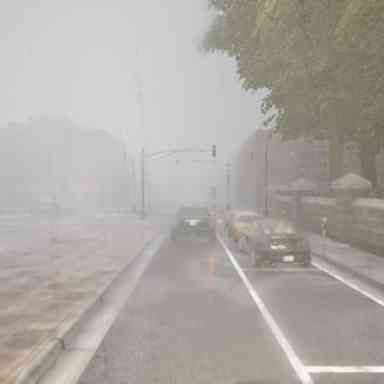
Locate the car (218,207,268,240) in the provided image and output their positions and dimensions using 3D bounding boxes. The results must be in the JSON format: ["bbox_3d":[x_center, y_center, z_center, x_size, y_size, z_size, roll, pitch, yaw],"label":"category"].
[{"bbox_3d":[2.652,1.611,18.366,2.008,1.369,4.403,-1,0,0],"label":"car"}]

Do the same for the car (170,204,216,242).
[{"bbox_3d":[0.067,1.407,16.770,2.097,1.767,4.553,0,0,0],"label":"car"}]

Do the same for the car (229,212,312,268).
[{"bbox_3d":[2.624,1.586,11.230,2.008,1.369,4.403,-1,0,0],"label":"car"}]

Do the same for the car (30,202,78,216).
[{"bbox_3d":[-13.146,1.616,31.837,4.181,1.385,1.994,1,1,0],"label":"car"}]

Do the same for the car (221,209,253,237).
[{"bbox_3d":[2.675,1.579,16.392,1.752,1.417,4.829,-1,0,0],"label":"car"}]

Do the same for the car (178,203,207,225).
[{"bbox_3d":[0.011,1.648,26.203,2.033,1.411,5.357,0,-1,0],"label":"car"}]
